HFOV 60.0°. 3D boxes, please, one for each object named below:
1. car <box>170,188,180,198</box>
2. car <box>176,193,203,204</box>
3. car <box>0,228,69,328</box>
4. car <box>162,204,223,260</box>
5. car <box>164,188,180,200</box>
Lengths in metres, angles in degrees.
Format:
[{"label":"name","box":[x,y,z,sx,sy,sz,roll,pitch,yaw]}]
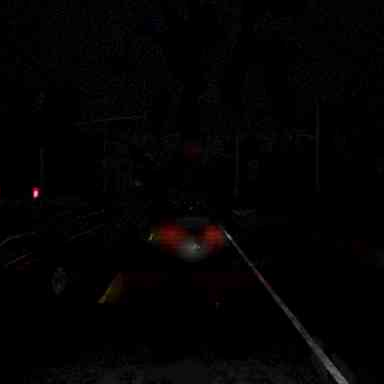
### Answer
[{"label":"car","box":[-3.865,0.161,75.788,2.150,2.045,5.566,0,1,0]},{"label":"car","box":[-0.061,1.065,30.094,2.128,1.511,4.902,0,1,0]},{"label":"car","box":[-3.610,1.414,5.417,2.128,1.511,4.902,0,1,0]},{"label":"car","box":[0.017,1.363,11.558,1.812,1.442,4.674,0,0,0]},{"label":"car","box":[-3.832,0.510,60.342,2.097,1.767,4.553,0,1,0]}]
